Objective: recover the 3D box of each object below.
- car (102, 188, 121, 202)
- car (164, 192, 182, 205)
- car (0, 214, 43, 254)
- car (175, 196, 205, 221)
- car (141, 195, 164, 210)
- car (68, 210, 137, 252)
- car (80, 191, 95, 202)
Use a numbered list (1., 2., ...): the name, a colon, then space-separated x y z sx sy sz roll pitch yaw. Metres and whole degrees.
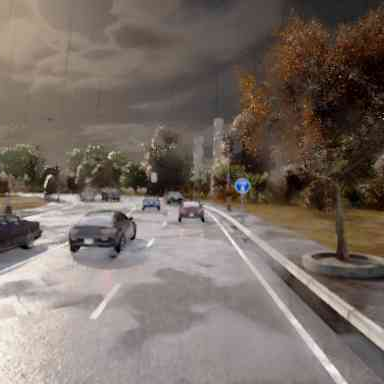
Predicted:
1. car: -12.379 0.386 50.705 2.150 2.045 5.566 0 1 -23
2. car: -2.493 0.721 43.231 2.097 1.767 4.553 0 1 -13
3. car: -6.998 1.477 11.250 2.033 1.411 5.357 0 1 0
4. car: -0.085 1.271 24.100 1.812 1.442 4.674 0 1 -1
5. car: -4.338 1.070 34.995 2.033 1.411 5.357 0 1 -8
6. car: -3.412 1.434 13.272 1.812 1.442 4.674 0 1 0
7. car: -15.098 0.683 48.066 2.128 1.511 4.902 0 1 -22
